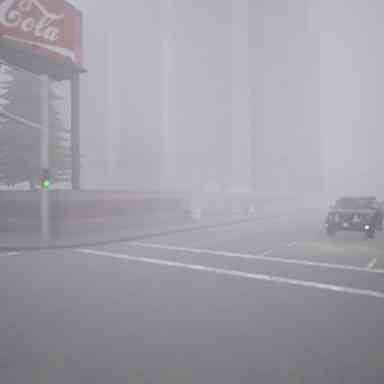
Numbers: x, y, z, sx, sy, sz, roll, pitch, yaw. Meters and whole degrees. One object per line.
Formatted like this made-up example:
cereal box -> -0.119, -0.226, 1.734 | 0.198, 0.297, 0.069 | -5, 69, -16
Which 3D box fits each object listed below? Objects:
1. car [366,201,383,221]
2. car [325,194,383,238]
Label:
car -> 16.233, 1.538, 28.349 | 1.837, 1.490, 4.892 | -1, 0, 36
car -> 9.083, 1.255, 18.447 | 2.150, 2.045, 5.566 | -1, 0, 36
